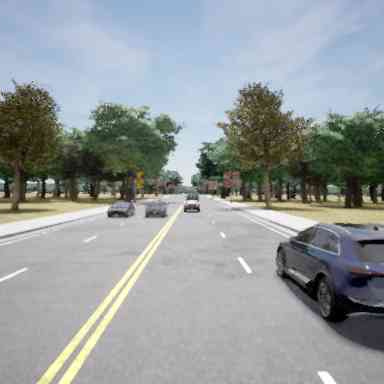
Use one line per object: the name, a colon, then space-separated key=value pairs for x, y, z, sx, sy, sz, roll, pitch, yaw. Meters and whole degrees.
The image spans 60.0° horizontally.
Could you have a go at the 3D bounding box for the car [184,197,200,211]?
car: x=-0.002 y=1.638 z=40.285 sx=1.895 sy=1.301 sz=4.718 roll=0 pitch=0 yaw=0

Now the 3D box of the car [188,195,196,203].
car: x=-0.004 y=1.548 z=73.511 sx=1.837 sy=1.490 sz=4.892 roll=0 pitch=0 yaw=0

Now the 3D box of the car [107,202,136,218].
car: x=-6.502 y=1.606 z=31.219 sx=2.033 sy=1.411 sz=5.357 roll=0 pitch=0 yaw=0

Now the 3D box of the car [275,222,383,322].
car: x=3.249 y=1.436 z=7.221 sx=2.033 sy=1.649 sz=4.856 roll=0 pitch=0 yaw=0

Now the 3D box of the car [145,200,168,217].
car: x=-3.252 y=1.562 z=31.193 sx=1.837 sy=1.490 sz=4.892 roll=0 pitch=0 yaw=0

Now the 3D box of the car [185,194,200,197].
car: x=0.097 y=1.273 z=55.966 sx=2.150 sy=2.045 sz=5.566 roll=0 pitch=0 yaw=0
